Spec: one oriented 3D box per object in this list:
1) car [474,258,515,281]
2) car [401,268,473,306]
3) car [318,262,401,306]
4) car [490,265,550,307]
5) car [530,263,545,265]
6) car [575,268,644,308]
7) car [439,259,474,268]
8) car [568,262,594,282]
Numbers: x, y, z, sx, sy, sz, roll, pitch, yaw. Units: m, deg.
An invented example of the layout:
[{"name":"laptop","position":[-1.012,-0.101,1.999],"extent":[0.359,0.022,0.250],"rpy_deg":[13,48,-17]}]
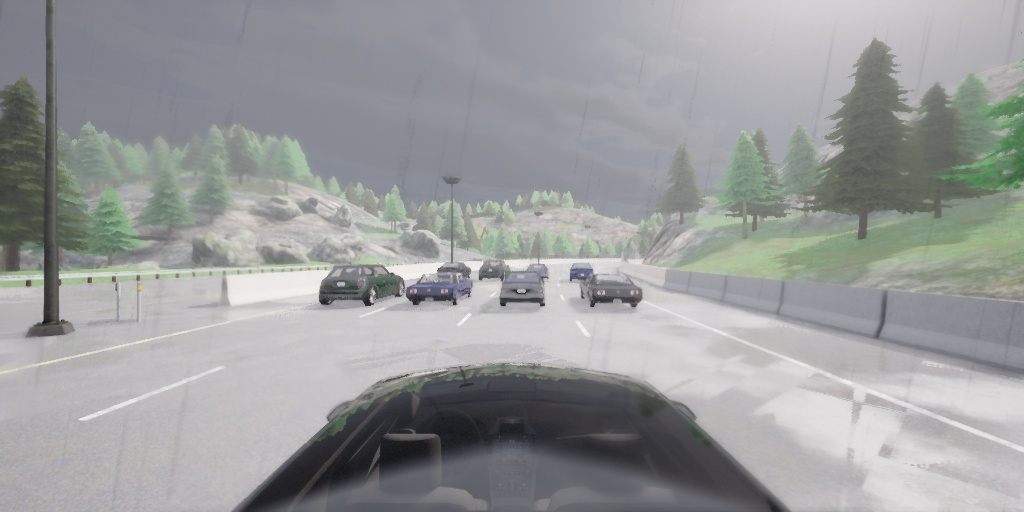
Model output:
[{"name":"car","position":[-1.354,1.116,29.983],"extent":[2.097,1.767,4.553],"rpy_deg":[0,0,9]},{"name":"car","position":[-2.962,1.366,15.798],"extent":[1.895,1.301,4.718],"rpy_deg":[0,0,4]},{"name":"car","position":[-6.456,1.116,16.000],"extent":[2.097,1.767,4.553],"rpy_deg":[0,0,4]},{"name":"car","position":[0.526,1.313,15.505],"extent":[2.033,1.411,5.357],"rpy_deg":[0,0,4]},{"name":"car","position":[2.111,1.313,29.488],"extent":[2.033,1.411,5.357],"rpy_deg":[0,0,9]},{"name":"car","position":[4.019,1.366,15.272],"extent":[1.895,1.301,4.718],"rpy_deg":[0,0,4]},{"name":"car","position":[-4.810,1.235,30.538],"extent":[1.882,1.535,5.008],"rpy_deg":[0,0,9]},{"name":"car","position":[5.571,1.235,28.963],"extent":[1.882,1.535,5.008],"rpy_deg":[0,0,9]}]
